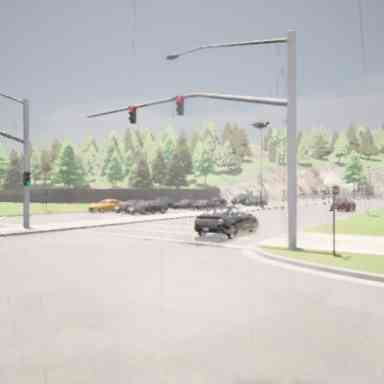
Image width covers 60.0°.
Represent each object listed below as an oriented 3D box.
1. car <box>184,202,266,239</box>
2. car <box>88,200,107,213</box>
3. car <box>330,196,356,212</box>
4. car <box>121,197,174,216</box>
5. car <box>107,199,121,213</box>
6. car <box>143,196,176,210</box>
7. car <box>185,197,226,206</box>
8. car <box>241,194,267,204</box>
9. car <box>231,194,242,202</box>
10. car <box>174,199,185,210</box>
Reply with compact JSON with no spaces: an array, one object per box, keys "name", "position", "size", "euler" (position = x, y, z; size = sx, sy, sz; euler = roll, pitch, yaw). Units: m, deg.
[{"name":"car","position":[1.944,1.535,17.680],"size":[2.128,1.511,4.902],"euler":[-1,0,32]},{"name":"car","position":[-9.849,1.633,39.011],"size":[1.882,1.535,5.008],"euler":[0,0,36]},{"name":"car","position":[17.979,1.396,39.528],"size":[2.097,1.767,4.553],"euler":[0,0,36]},{"name":"car","position":[-4.521,1.611,34.449],"size":[2.128,1.511,4.902],"euler":[0,0,36]},{"name":"car","position":[-6.635,1.629,37.481],"size":[2.128,1.511,4.902],"euler":[0,0,36]},{"name":"car","position":[-4.471,1.509,46.389],"size":[2.097,1.767,4.553],"euler":[0,0,36]},{"name":"car","position":[1.819,1.668,43.156],"size":[2.033,1.411,5.357],"euler":[0,0,36]},{"name":"car","position":[10.568,1.472,55.095],"size":[2.097,1.767,4.553],"euler":[0,0,37]},{"name":"car","position":[8.991,1.361,58.843],"size":[2.150,2.045,5.566],"euler":[0,0,37]},{"name":"car","position":[-0.583,1.685,45.780],"size":[2.033,1.411,5.357],"euler":[0,0,36]}]
